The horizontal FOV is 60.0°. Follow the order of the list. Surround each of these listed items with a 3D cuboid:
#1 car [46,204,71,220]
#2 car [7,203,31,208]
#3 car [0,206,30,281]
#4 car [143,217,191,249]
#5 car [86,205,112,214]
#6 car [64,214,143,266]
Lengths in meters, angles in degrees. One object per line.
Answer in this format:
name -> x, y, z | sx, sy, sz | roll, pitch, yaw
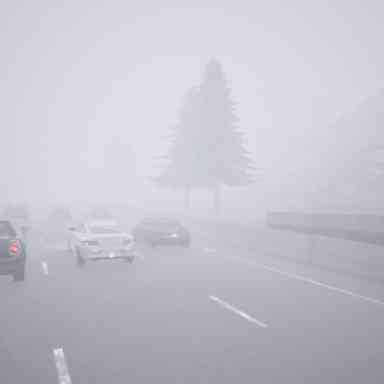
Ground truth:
car -> -12.397, 1.830, 31.159 | 1.812, 1.442, 4.674 | 2, -1, -25
car -> -15.035, 1.684, 28.564 | 2.128, 1.511, 4.902 | 2, -1, -25
car -> -6.143, 1.474, 10.009 | 2.097, 1.767, 4.553 | 2, -1, -26
car -> -1.674, 1.944, 16.799 | 1.994, 1.385, 4.181 | 2, -1, -26
car -> -9.146, 1.984, 32.465 | 1.994, 1.385, 4.181 | 2, -1, -25
car -> -3.548, 1.770, 12.597 | 1.812, 1.442, 4.674 | 2, -1, -26
